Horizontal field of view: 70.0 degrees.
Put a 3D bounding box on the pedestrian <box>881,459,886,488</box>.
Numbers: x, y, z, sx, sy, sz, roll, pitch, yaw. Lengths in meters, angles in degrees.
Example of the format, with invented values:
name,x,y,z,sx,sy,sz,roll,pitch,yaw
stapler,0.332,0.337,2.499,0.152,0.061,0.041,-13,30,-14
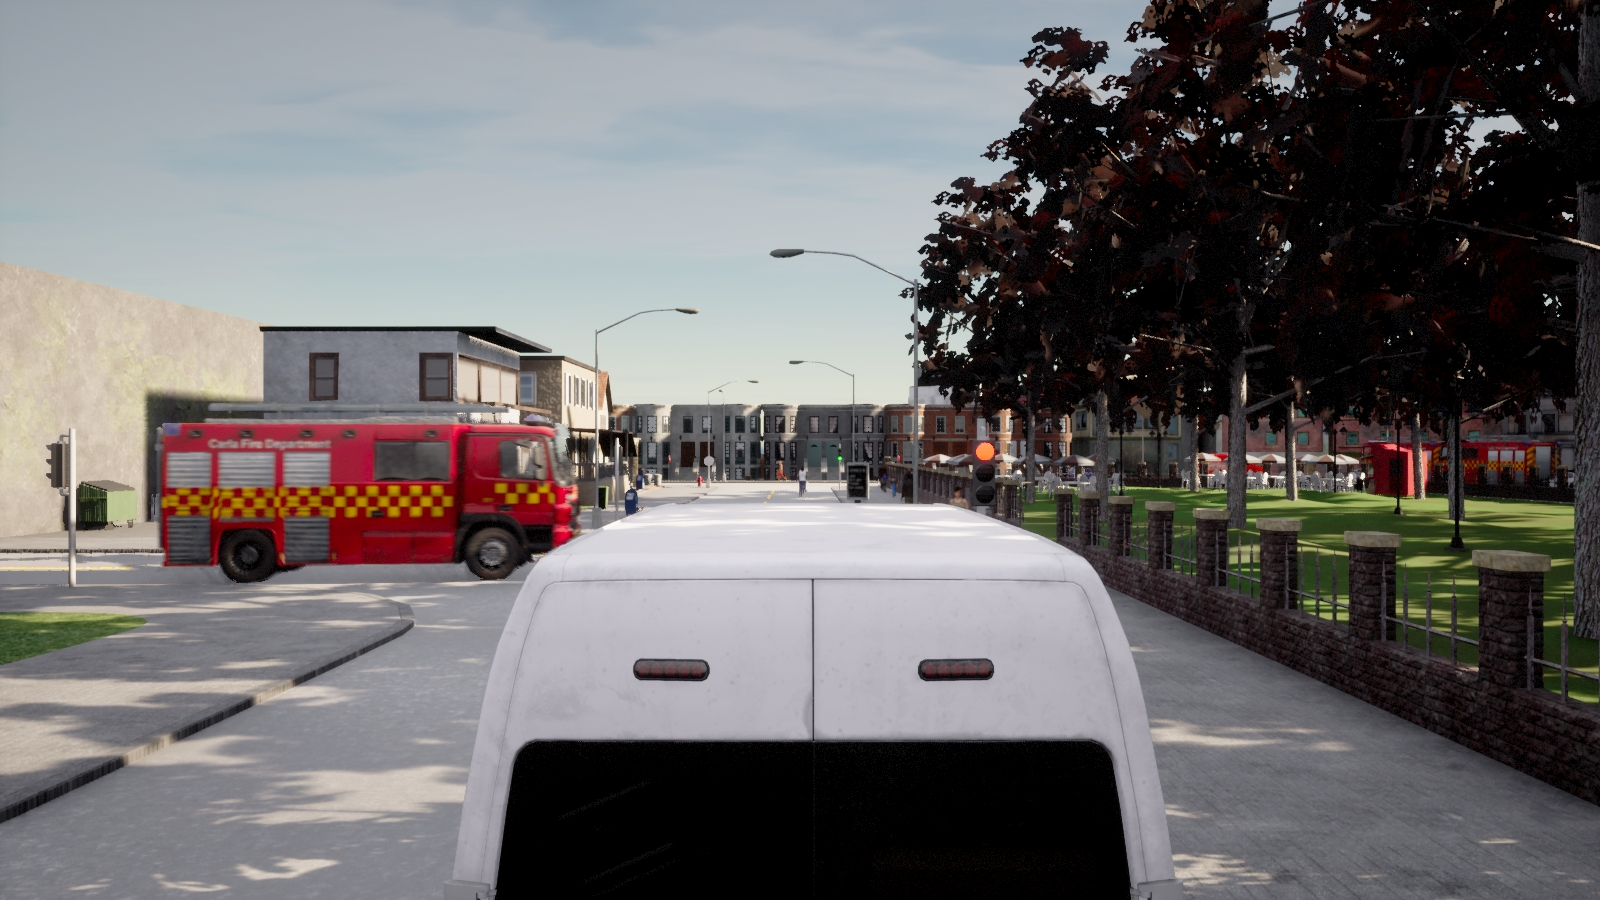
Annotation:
name,x,y,z,sx,sy,sz,roll,pitch,yaw
pedestrian,5.377,1.516,73.552,0.375,1.860,0.375,0,0,5

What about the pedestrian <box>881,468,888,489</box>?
name,x,y,z,sx,sy,sz,roll,pitch,yaw
pedestrian,5.365,1.796,72.577,0.375,1.300,0.375,0,0,-2

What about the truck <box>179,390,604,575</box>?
name,x,y,z,sx,sy,sz,roll,pitch,yaw
truck,-8.754,0.670,25.454,8.468,3.827,2.891,0,0,-6

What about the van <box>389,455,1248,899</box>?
name,x,y,z,sx,sy,sz,roll,pitch,yaw
van,0.036,1.314,5.605,1.988,2.561,5.915,0,0,0

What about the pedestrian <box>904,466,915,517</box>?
name,x,y,z,sx,sy,sz,roll,pitch,yaw
pedestrian,4.053,1.525,42.176,0.375,1.860,0.375,0,0,2

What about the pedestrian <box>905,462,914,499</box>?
name,x,y,z,sx,sy,sz,roll,pitch,yaw
pedestrian,5.490,1.525,57.233,0.375,1.860,0.375,0,0,0

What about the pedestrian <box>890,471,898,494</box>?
name,x,y,z,sx,sy,sz,roll,pitch,yaw
pedestrian,5.256,1.805,64.013,0.375,1.300,0.375,0,0,-3

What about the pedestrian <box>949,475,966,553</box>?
name,x,y,z,sx,sy,sz,roll,pitch,yaw
pedestrian,3.799,1.525,27.492,0.375,1.860,0.375,0,0,13
